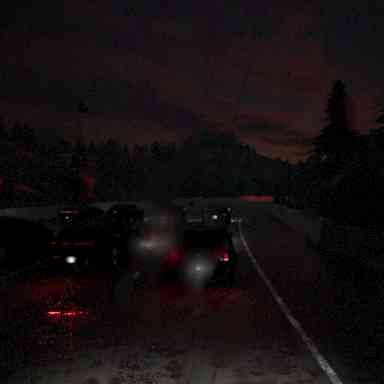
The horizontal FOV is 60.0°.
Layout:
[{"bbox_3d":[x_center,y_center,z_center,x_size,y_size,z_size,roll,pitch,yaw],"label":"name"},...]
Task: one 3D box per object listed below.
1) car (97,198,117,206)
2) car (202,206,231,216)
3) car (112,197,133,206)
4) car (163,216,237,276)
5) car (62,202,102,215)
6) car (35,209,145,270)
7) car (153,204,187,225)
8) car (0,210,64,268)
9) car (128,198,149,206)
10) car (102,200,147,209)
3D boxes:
[{"bbox_3d":[-16.891,1.959,66.570,1.994,1.385,4.181,0,0,18],"label":"car"},{"bbox_3d":[1.917,1.720,25.164,1.994,1.385,4.181,0,0,9],"label":"car"},{"bbox_3d":[-13.574,1.877,65.436,1.882,1.535,5.008,0,0,18],"label":"car"},{"bbox_3d":[0.368,1.667,10.592,1.895,1.301,4.718,0,0,4],"label":"car"},{"bbox_3d":[-8.554,1.651,26.163,2.128,1.511,4.902,0,0,9],"label":"car"},{"bbox_3d":[-3.075,1.576,11.387,1.837,1.490,4.892,0,0,4],"label":"car"},{"bbox_3d":[-1.594,1.662,25.372,1.837,1.490,4.892,0,0,9],"label":"car"},{"bbox_3d":[-6.573,1.576,11.524,1.837,1.490,4.892,0,0,4],"label":"car"},{"bbox_3d":[-10.296,1.870,64.206,1.882,1.535,5.008,0,0,18],"label":"car"},{"bbox_3d":[-5.073,1.664,25.772,1.837,1.490,4.892,0,0,9],"label":"car"}]
